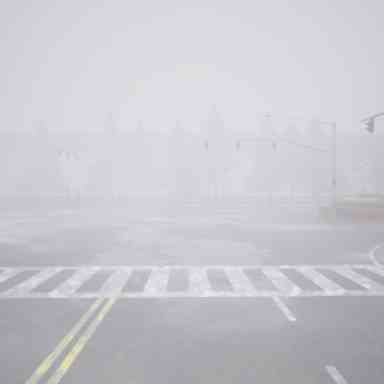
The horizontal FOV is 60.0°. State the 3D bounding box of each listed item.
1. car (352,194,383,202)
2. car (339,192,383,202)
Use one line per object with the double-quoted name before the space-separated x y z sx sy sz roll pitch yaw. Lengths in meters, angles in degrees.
"car" 19.832 1.302 34.591 5.008 1.535 1.882 0 0 -2
"car" 19.743 1.027 38.082 5.566 2.045 2.150 0 0 -2
